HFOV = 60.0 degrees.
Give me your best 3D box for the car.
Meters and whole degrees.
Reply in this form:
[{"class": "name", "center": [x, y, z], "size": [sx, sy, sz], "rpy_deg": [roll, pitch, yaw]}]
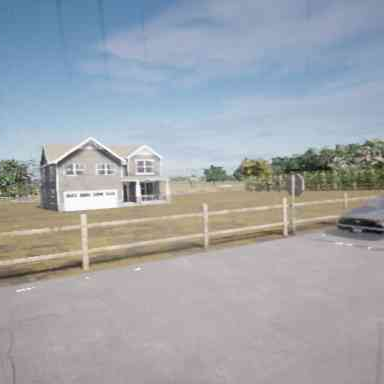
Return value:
[{"class": "car", "center": [7.945, 0.811, 12.882], "size": [5.357, 1.411, 2.033], "rpy_deg": [-3, 2, -32]}]
